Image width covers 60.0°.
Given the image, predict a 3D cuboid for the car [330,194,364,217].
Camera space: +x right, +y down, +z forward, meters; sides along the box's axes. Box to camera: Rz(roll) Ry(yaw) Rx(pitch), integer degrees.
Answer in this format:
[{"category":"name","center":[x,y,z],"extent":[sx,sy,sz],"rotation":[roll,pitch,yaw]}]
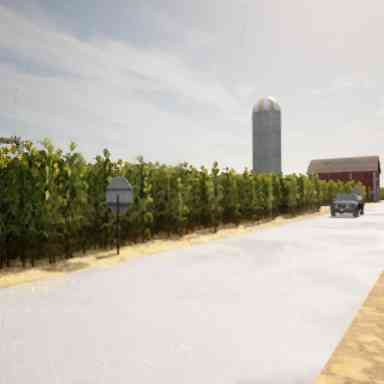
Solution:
[{"category":"car","center":[14.649,1.192,31.233],"extent":[2.150,2.045,5.566],"rotation":[-1,0,36]}]
